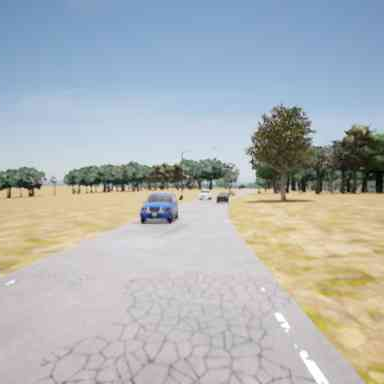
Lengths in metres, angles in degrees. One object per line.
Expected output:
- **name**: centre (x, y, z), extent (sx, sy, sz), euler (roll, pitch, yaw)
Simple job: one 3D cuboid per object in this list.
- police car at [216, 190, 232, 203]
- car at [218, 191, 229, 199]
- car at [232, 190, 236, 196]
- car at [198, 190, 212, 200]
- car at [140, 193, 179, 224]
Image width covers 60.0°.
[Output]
- **police car**: centre (5.018, 0.913, 54.244), extent (1.930, 1.638, 5.238), euler (0, 1, 8)
- **car**: centre (6.778, 0.695, 71.224), extent (1.882, 1.535, 5.008), euler (0, 1, 11)
- **car**: centre (10.695, 0.211, 89.777), extent (1.882, 1.535, 5.008), euler (0, 1, 14)
- **car**: centre (2.505, 0.576, 64.408), extent (2.150, 2.045, 5.566), euler (0, 1, 10)
- **car**: centre (-2.246, 1.081, 24.192), extent (2.150, 2.045, 5.566), euler (0, 1, 4)
